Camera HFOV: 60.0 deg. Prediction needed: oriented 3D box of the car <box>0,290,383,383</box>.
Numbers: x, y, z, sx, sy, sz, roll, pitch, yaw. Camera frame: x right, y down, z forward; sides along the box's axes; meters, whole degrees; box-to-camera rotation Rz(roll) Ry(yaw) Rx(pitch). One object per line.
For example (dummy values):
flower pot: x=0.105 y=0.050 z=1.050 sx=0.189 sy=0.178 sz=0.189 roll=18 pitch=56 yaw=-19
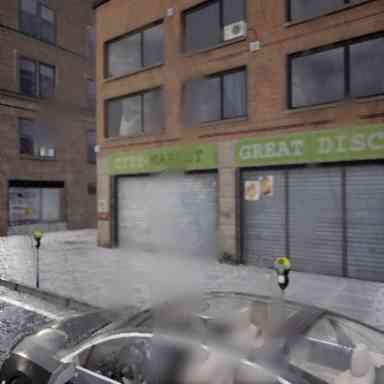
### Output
car: x=0.100 y=1.565 z=2.739 sx=4.403 sy=1.369 sz=2.008 roll=-1 pitch=0 yaw=35
